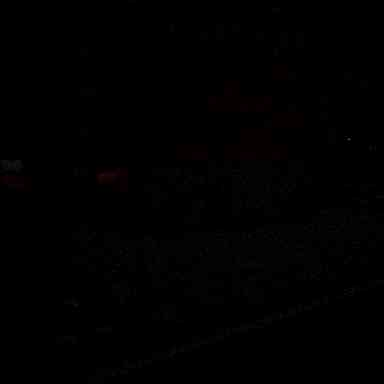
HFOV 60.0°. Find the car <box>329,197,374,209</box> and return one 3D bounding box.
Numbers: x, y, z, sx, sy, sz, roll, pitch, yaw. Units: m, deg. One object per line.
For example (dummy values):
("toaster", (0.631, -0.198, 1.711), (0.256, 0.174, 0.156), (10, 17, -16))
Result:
("car", (18.243, 1.209, 38.325), (1.752, 1.417, 4.829), (0, 0, -36))

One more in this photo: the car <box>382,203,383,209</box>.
("car", (21.672, 1.240, 33.587), (1.887, 1.381, 4.507), (0, 0, -36))
